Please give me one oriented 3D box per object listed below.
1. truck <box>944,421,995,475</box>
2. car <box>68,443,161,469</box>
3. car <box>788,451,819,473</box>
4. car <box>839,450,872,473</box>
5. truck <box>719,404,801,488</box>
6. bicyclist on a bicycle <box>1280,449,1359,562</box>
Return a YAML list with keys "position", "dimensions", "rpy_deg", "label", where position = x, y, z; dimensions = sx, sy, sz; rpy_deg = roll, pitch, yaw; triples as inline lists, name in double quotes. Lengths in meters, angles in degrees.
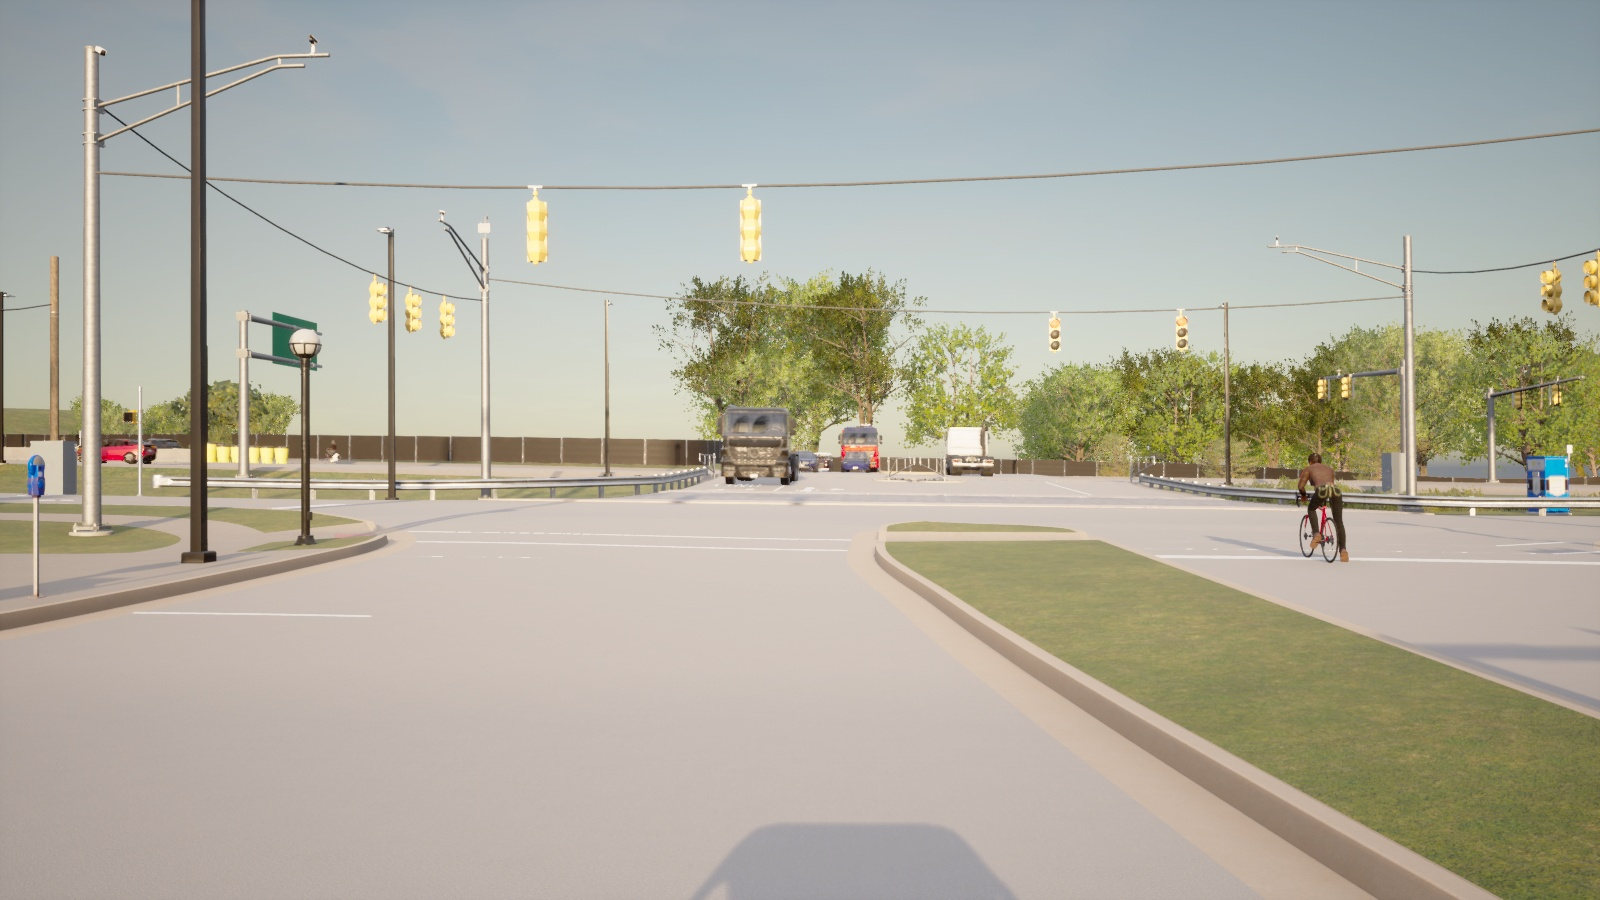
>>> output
- position: [11.429, -0.069, 85.216]
  dimensions: [2.891, 3.462, 7.936]
  rpy_deg: [1, -1, 4]
  label: "truck"
- position: [-40.933, 0.380, 75.038]
  dimensions: [4.514, 1.525, 2.007]
  rpy_deg: [0, -1, 4]
  label: "car"
- position: [0.261, 0.799, 85.084]
  dimensions: [1.812, 1.442, 4.674]
  rpy_deg: [0, -1, 4]
  label: "car"
- position: [3.889, 0.791, 87.023]
  dimensions: [2.163, 1.488, 4.792]
  rpy_deg: [0, -1, 4]
  label: "car"
- position: [-1.675, -0.235, 56.339]
  dimensions: [2.891, 3.462, 7.936]
  rpy_deg: [0, 1, 4]
  label: "truck"
- position: [7.829, 0.808, 18.989]
  dimensions: [0.582, 1.620, 1.656]
  rpy_deg: [0, 0, 4]
  label: "bicyclist on a bicycle"
